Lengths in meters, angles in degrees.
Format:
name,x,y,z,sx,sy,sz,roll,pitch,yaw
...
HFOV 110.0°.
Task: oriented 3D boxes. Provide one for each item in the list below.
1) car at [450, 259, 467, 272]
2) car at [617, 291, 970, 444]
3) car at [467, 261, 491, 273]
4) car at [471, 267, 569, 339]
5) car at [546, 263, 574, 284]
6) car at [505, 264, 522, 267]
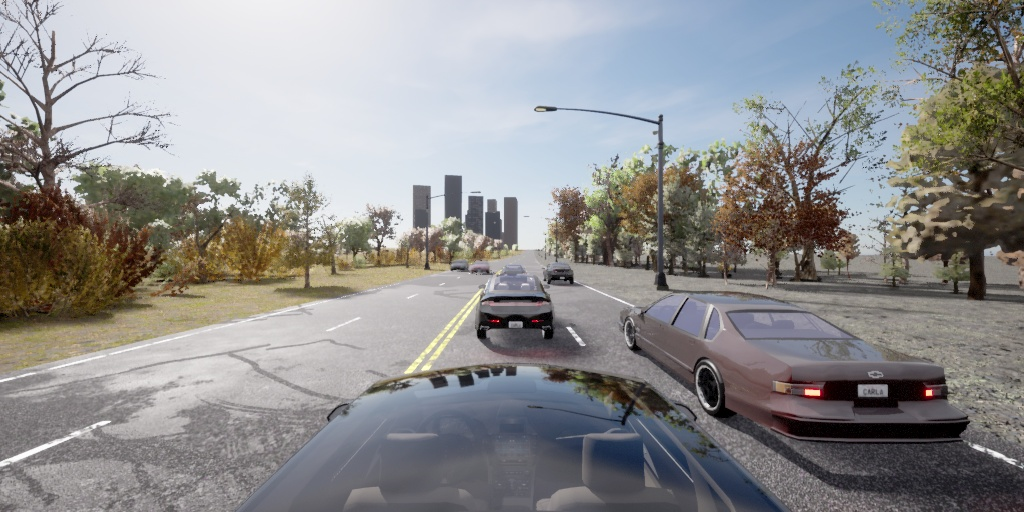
name,x,y,z,sx,sy,sz,roll,pitch,yaw
car,-6.385,1.194,44.307,1.837,1.490,4.892,0,0,1
car,3.342,1.281,5.837,2.033,1.411,5.357,0,0,0
car,-3.252,1.206,38.054,1.812,1.442,4.674,-2,-1,1
car,0.066,1.240,10.023,2.128,1.511,4.902,0,0,0
car,3.352,1.227,26.452,1.837,1.490,4.892,-1,0,0
car,0.103,1.293,26.773,1.994,1.385,4.181,0,0,0
